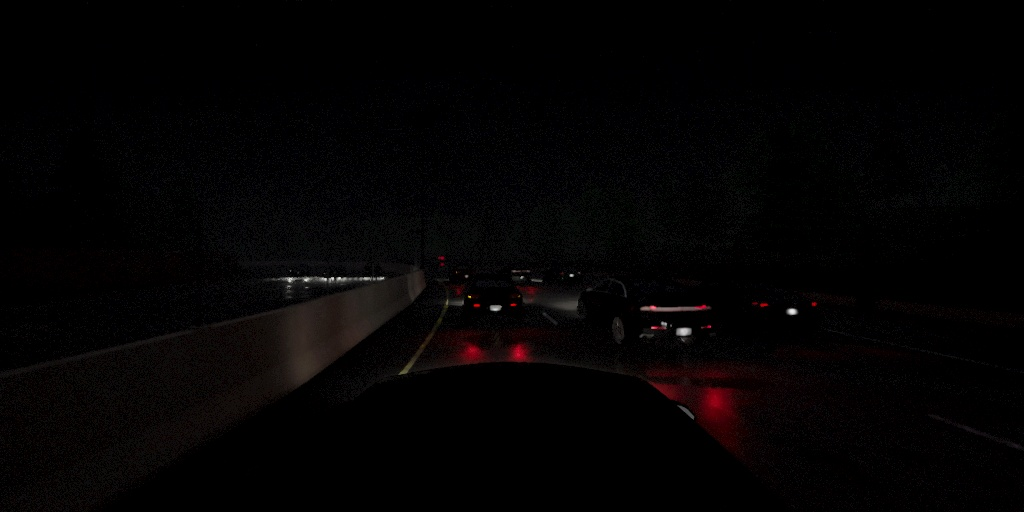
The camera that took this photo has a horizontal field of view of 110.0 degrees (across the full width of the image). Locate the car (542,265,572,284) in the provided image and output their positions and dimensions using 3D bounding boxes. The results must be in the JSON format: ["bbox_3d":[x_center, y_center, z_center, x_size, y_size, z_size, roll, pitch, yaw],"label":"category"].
[{"bbox_3d":[3.714,1.350,27.146,1.994,1.385,4.181,0,0,-14],"label":"car"}]

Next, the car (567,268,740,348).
[{"bbox_3d":[3.110,1.244,9.285,2.128,1.511,4.902,0,0,-4],"label":"car"}]

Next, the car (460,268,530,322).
[{"bbox_3d":[-0.709,1.300,12.385,1.812,1.442,4.674,0,0,-6],"label":"car"}]

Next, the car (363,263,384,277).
[{"bbox_3d":[-14.567,1.429,37.664,2.033,1.411,5.357,0,0,-23],"label":"car"}]

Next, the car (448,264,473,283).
[{"bbox_3d":[-4.047,1.347,29.138,1.812,1.442,4.674,0,0,-16],"label":"car"}]

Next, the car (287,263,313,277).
[{"bbox_3d":[-22.515,1.440,38.214,1.812,1.442,4.674,0,0,-25],"label":"car"}]

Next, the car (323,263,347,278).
[{"bbox_3d":[-18.049,1.457,36.771,1.994,1.385,4.181,0,0,-23],"label":"car"}]

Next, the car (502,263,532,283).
[{"bbox_3d":[0.087,1.292,27.237,2.128,1.511,4.902,0,0,-14],"label":"car"}]

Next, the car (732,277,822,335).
[{"bbox_3d":[6.496,1.305,10.536,1.994,1.385,4.181,0,0,-5],"label":"car"}]
